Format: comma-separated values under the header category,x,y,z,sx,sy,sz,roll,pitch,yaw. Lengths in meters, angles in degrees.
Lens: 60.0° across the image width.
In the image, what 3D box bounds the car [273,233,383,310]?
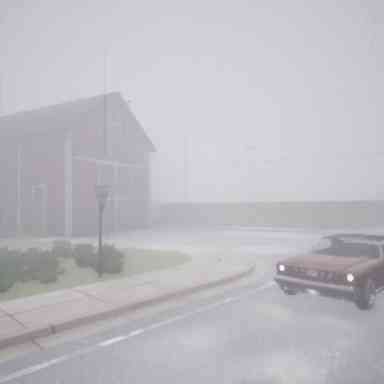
category,x,y,z,sx,sy,sz,roll,pitch,yaw
car,3.996,1.761,8.371,1.895,1.301,4.718,-2,-2,44
